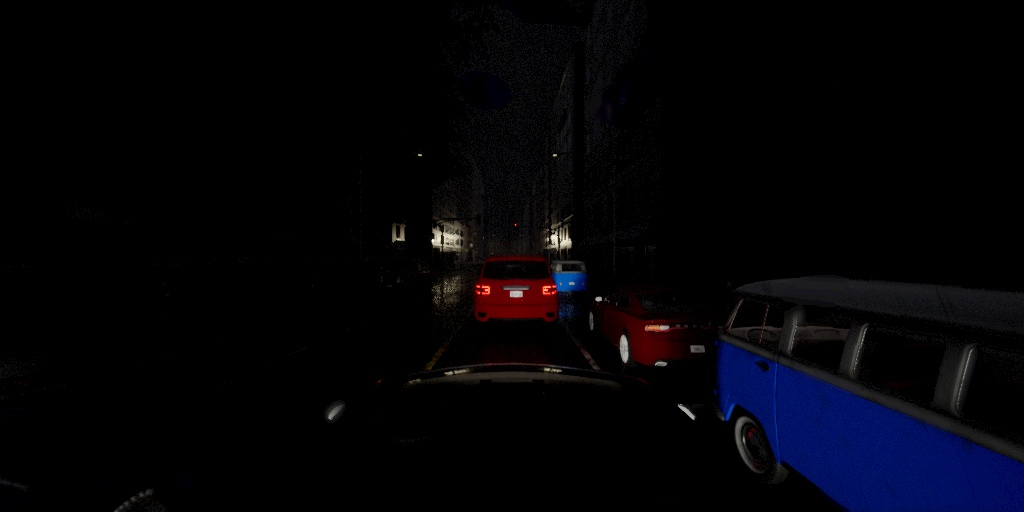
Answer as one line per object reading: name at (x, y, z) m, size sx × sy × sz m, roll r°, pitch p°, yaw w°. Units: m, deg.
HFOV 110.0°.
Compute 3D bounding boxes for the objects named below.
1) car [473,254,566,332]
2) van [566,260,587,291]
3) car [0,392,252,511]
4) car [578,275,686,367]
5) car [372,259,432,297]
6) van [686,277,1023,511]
car at (0.114, 0.970, 10.972) m, size 2.150 × 2.045 × 5.566 m, roll 0°, pitch 0°, yaw 0°
van at (2.881, 1.086, 19.071) m, size 1.690 × 1.789 × 3.998 m, roll 0°, pitch 0°, yaw 0°
car at (-3.104, 1.351, 0.725) m, size 1.895 × 1.301 × 4.718 m, roll 0°, pitch 0°, yaw 0°
car at (2.864, 1.294, 7.750) m, size 1.888 × 1.381 × 4.507 m, roll 0°, pitch 0°, yaw 0°
car at (-5.644, 1.060, 19.043) m, size 2.192 × 1.841 × 5.009 m, roll 0°, pitch 0°, yaw 0°
van at (2.856, 1.091, 2.089) m, size 1.690 × 1.789 × 3.998 m, roll 0°, pitch 0°, yaw 0°
